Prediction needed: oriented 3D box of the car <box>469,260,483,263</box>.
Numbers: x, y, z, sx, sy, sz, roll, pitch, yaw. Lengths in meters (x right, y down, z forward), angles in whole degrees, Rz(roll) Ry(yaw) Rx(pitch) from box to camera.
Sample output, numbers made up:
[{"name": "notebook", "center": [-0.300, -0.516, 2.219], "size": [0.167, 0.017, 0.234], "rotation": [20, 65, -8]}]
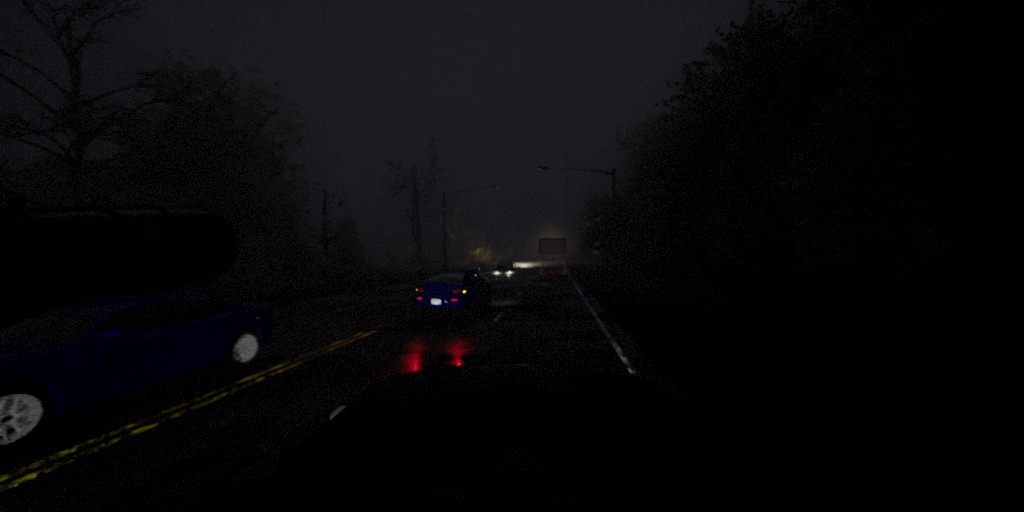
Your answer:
[{"name": "car", "center": [-4.628, 1.299, 45.045], "size": [2.128, 1.511, 4.902], "rotation": [-1, 0, 7]}]

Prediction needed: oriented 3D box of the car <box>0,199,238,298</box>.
[{"name": "car", "center": [-7.724, 0.001, 6.565], "size": [1.490, 1.837, 4.892], "rotation": [-5, 8, 19]}]

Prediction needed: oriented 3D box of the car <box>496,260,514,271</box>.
[{"name": "car", "center": [-0.923, 1.220, 48.282], "size": [1.882, 1.535, 5.008], "rotation": [-1, 0, 8]}]

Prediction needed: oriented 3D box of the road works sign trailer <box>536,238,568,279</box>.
[{"name": "road works sign trailer", "center": [3.654, 0.176, 31.931], "size": [2.380, 3.560, 2.880], "rotation": [0, 0, 7]}]

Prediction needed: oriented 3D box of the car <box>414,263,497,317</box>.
[{"name": "car", "center": [-1.892, 1.134, 12.515], "size": [1.812, 1.442, 4.674], "rotation": [2, 0, 7]}]

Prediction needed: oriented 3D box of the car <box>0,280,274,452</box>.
[{"name": "car", "center": [-6.271, 1.389, 5.648], "size": [1.882, 1.535, 5.008], "rotation": [-1, 0, 7]}]
